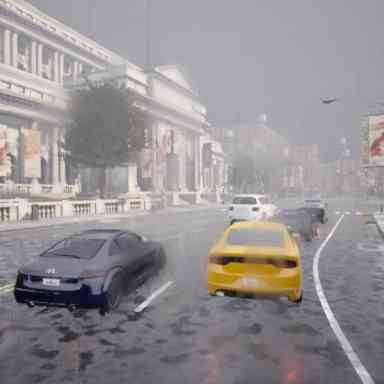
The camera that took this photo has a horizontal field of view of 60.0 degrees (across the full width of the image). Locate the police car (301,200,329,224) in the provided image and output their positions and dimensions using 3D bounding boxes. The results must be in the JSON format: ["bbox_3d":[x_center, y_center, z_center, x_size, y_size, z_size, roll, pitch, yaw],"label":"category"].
[{"bbox_3d":[9.132,1.414,25.075,1.930,1.638,5.238,0,0,27],"label":"police car"}]

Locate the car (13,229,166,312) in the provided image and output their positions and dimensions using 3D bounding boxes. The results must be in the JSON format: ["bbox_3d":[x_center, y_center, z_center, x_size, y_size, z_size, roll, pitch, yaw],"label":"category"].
[{"bbox_3d":[-2.047,1.561,7.844,1.994,1.385,4.181,0,0,13],"label":"car"}]

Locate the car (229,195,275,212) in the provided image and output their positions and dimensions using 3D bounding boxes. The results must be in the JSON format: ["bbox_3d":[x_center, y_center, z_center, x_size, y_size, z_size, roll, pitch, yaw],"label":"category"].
[{"bbox_3d":[4.312,1.213,23.022,2.150,2.045,5.566,0,0,26],"label":"car"}]

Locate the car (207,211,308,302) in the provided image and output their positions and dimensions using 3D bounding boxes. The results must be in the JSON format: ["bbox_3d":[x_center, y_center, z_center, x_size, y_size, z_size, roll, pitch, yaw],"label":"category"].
[{"bbox_3d":[1.687,1.474,8.411,1.882,1.535,5.008,0,0,15],"label":"car"}]

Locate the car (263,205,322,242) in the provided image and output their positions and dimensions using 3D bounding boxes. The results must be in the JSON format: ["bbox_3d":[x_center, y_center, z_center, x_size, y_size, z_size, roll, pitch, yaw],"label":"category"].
[{"bbox_3d":[5.137,1.557,16.715,1.994,1.385,4.181,0,0,26],"label":"car"}]
